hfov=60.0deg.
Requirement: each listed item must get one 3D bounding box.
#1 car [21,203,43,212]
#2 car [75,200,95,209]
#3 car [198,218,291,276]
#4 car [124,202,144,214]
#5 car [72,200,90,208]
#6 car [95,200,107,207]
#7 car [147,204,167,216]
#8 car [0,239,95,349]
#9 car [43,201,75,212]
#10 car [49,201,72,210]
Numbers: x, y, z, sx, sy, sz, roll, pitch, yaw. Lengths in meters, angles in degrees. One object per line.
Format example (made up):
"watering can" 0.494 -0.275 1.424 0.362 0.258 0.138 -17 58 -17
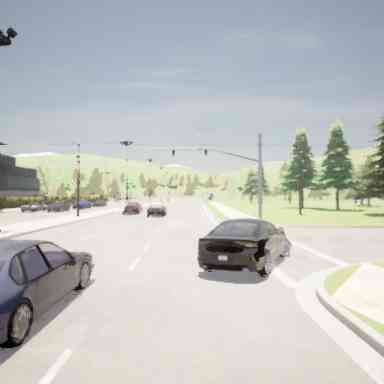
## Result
"car" -22.313 2.153 47.182 1.895 1.301 4.718 0 -1 1
"car" -18.639 2.135 56.642 1.882 1.535 5.008 0 -1 1
"car" 1.877 1.603 11.016 1.882 1.535 5.008 -2 -1 25
"car" -7.304 2.005 41.585 1.812 1.442 4.674 0 -1 1
"car" -21.968 2.318 65.974 1.994 1.385 4.181 0 -1 1
"car" -18.454 2.325 66.707 1.994 1.385 4.181 0 -1 1
"car" -3.866 2.032 37.608 1.895 1.301 4.718 0 -1 1
"car" -3.449 1.623 6.316 2.033 1.411 5.357 0 -1 0
"car" -18.812 2.055 47.187 1.837 1.490 4.892 0 -1 1
"car" -22.150 2.254 56.074 1.895 1.301 4.718 0 -1 1
